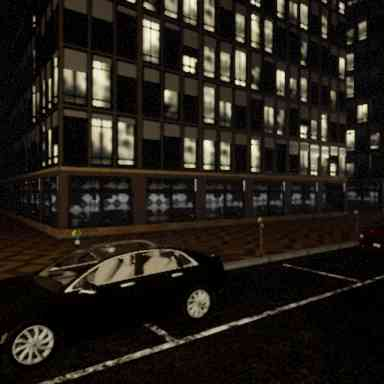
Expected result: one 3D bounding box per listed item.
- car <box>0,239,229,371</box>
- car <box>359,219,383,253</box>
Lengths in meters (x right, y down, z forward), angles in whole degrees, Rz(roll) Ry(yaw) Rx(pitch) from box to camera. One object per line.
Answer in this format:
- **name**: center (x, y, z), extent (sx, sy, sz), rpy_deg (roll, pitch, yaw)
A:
- **car**: center (-1.364, 1.543, 5.586), extent (4.403, 1.369, 2.008), rpy_deg (0, 0, -36)
- **car**: center (7.894, 1.490, 12.211), extent (4.507, 1.381, 1.887), rpy_deg (0, 0, -36)
